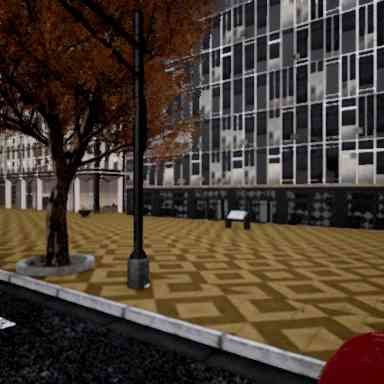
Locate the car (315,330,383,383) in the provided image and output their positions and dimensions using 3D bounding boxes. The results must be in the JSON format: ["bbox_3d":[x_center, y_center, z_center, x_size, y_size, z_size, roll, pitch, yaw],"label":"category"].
[{"bbox_3d":[2.836,1.321,0.866,5.009,1.841,2.192,0,0,35],"label":"car"}]
